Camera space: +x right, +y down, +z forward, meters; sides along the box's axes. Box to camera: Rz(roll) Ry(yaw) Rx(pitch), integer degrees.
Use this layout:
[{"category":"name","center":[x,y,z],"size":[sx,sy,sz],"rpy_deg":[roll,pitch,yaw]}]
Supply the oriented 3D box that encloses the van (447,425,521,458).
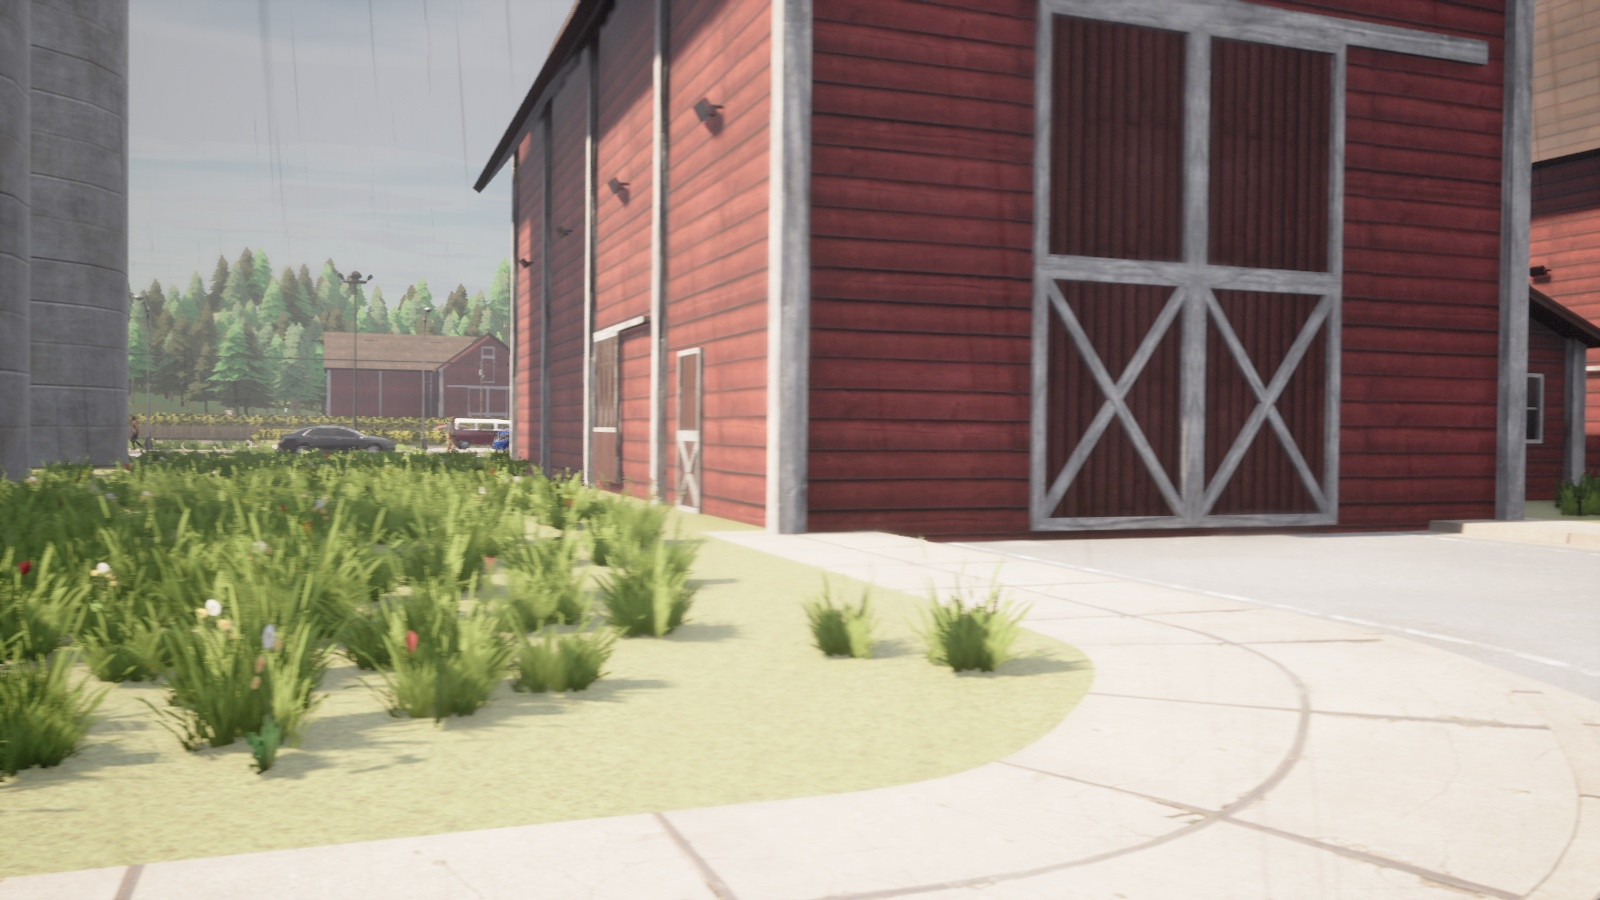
[{"category":"van","center":[-20.865,-0.577,82.867],"size":[4.480,2.038,2.069],"rpy_deg":[-1,1,-20]}]

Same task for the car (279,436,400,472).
[{"category":"car","center":[-20.268,0.146,55.349],"size":[4.892,1.490,1.837],"rpy_deg":[-1,1,-21]}]

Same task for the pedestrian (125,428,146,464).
[{"category":"pedestrian","center":[-33.380,-0.187,63.063],"size":[0.869,1.805,0.328],"rpy_deg":[-1,1,-22]}]

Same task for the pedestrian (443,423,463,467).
[{"category":"pedestrian","center":[-14.734,-0.230,53.332],"size":[0.694,1.848,0.540],"rpy_deg":[-1,1,-4]}]

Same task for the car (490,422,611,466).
[{"category":"car","center":[-12.327,-0.336,62.107],"size":[5.566,2.045,2.150],"rpy_deg":[-1,1,-21]}]
